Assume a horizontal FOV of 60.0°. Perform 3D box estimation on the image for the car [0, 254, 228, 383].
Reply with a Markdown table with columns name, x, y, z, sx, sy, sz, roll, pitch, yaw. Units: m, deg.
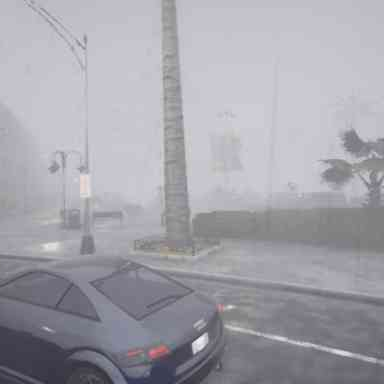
| name | x | y | z | sx | sy | sz | roll | pitch | yaw |
| --- | --- | --- | --- | --- | --- | --- | --- | --- | --- |
| car | -1.640 | 1.583 | 4.517 | 4.181 | 1.385 | 1.994 | -1 | 0 | 30 |
